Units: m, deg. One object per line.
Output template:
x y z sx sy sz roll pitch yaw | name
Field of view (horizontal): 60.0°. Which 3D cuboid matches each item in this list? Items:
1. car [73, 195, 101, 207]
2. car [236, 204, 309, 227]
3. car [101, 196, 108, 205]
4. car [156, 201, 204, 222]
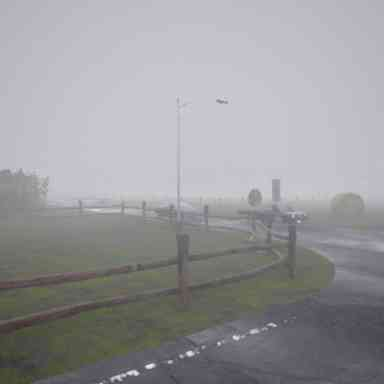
-13.732 1.311 42.717 1.895 1.301 4.718 -1 1 -36 | car
5.130 1.470 21.877 1.895 1.301 4.718 -1 1 -37 | car
-13.815 1.194 47.720 2.033 1.411 5.357 -1 1 -35 | car
-1.026 1.388 25.138 1.812 1.442 4.674 -1 1 -36 | car
